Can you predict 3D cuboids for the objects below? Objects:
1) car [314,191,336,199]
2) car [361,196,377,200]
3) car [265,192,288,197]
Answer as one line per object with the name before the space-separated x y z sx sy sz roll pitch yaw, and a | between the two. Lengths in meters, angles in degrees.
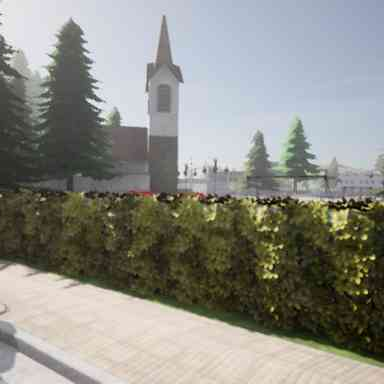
car | 34.059 0.941 85.320 3.633 1.501 1.845 1 1 35
car | 36.242 1.230 69.202 3.806 1.475 1.970 1 1 35
car | 19.253 0.791 77.362 4.514 1.523 2.007 1 1 35
